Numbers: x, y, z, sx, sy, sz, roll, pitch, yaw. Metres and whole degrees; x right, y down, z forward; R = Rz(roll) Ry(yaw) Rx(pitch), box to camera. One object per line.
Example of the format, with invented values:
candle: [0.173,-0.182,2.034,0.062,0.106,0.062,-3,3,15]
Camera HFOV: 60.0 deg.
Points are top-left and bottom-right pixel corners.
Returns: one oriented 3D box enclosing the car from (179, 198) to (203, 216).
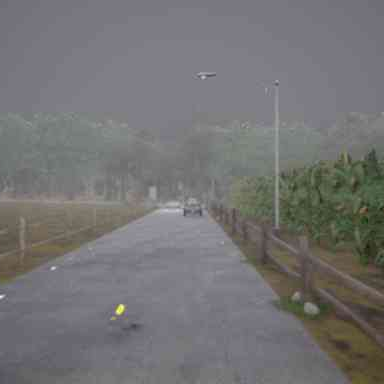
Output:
car: [0.086,1.590,33.315,2.128,1.511,4.902,0,0,0]

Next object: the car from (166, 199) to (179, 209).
car: [-2.783,1.754,49.142,1.895,1.301,4.718,0,0,0]

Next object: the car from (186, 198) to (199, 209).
car: [0.028,1.654,48.833,1.837,1.490,4.892,0,-1,-1]
